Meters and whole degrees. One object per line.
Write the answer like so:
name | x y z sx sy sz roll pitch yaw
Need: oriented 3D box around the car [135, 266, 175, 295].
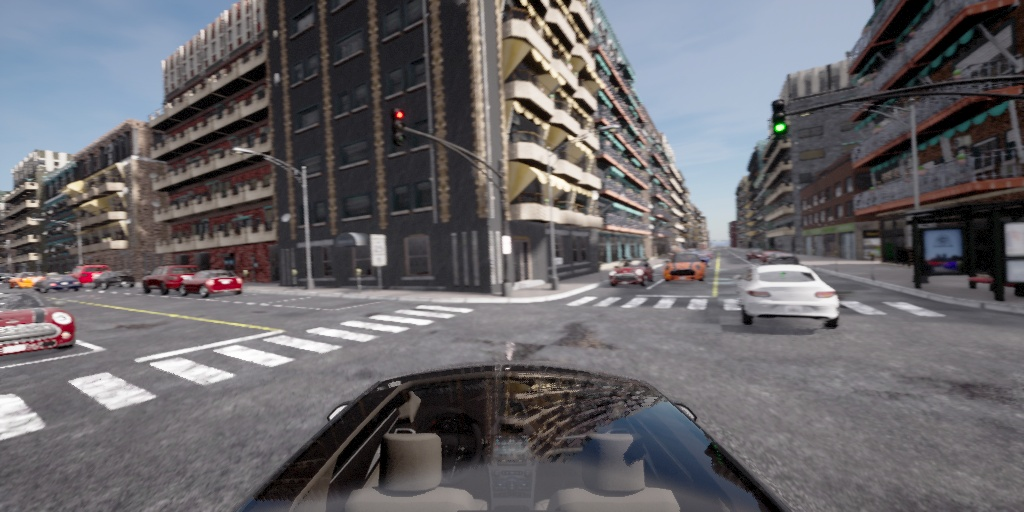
car | -22.909 1.585 24.253 5.009 1.841 2.192 0 0 29

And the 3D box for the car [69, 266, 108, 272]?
car | -41.274 2.000 35.044 5.566 2.045 2.150 -2 1 29

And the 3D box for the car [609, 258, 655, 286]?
car | 7.081 0.866 20.965 1.967 1.591 4.097 0 0 30

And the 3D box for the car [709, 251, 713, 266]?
car | 18.635 0.488 35.794 1.895 1.301 4.718 -3 0 30

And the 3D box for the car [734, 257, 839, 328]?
car | 7.252 0.935 9.776 1.812 1.442 4.674 -3 0 30

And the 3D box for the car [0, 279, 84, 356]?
car | -12.585 1.549 8.820 4.097 1.591 1.967 0 0 29

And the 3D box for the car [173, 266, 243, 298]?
car | -18.098 1.577 21.542 4.097 1.591 1.967 0 0 29

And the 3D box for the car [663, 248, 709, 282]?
car | 10.620 0.610 21.983 2.097 1.767 4.553 -3 0 30

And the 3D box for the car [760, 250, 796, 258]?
car | 19.969 0.368 26.517 2.007 1.370 4.403 0 0 30

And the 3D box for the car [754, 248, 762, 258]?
car | 22.793 0.232 31.395 1.888 1.381 4.507 0 0 30

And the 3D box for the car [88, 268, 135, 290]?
car | -35.120 2.105 31.631 4.892 1.490 1.837 -2 1 29

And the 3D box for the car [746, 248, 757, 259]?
car | 31.265 -0.266 46.032 1.967 1.591 4.097 0 0 30

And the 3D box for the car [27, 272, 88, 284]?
car | -36.931 2.245 29.100 5.357 1.411 2.033 -2 1 30

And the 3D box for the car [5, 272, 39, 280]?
car | -45.216 2.279 33.705 4.553 1.767 2.097 -2 1 29
